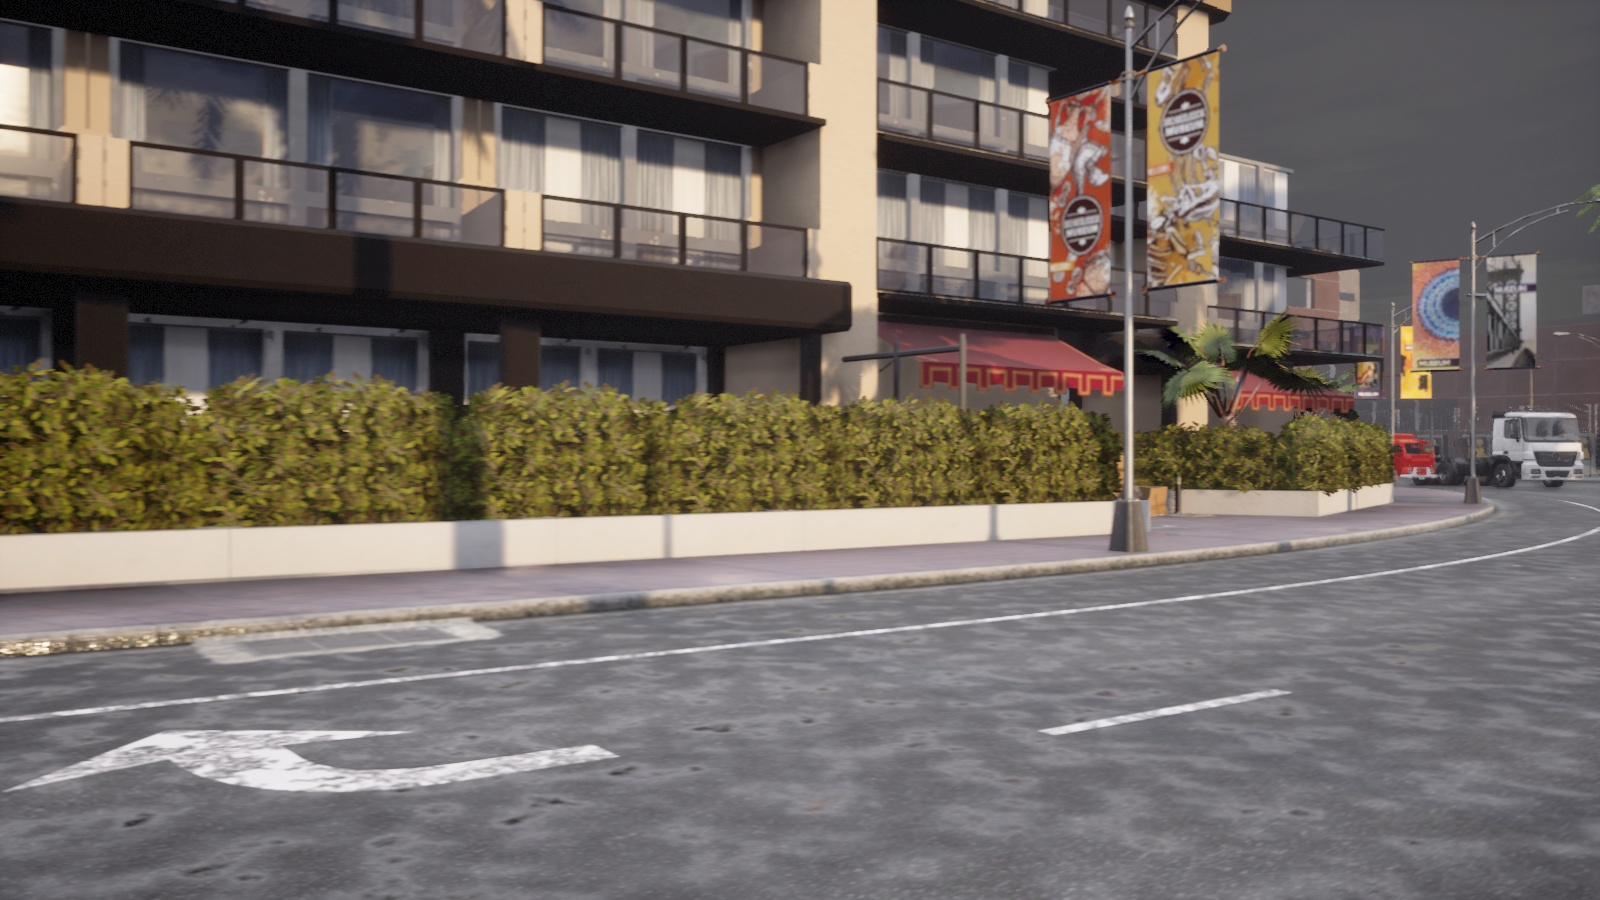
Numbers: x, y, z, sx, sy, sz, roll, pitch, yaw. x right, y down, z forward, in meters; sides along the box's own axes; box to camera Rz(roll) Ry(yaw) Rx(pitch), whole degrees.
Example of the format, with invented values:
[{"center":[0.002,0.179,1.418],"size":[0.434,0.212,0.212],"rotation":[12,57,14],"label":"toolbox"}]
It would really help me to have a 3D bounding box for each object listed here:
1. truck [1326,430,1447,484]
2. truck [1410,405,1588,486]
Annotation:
[{"center":[28.006,0.339,60.191],"size":[2.627,2.467,5.204],"rotation":[0,0,-12],"label":"truck"},{"center":[31.921,-0.171,57.842],"size":[2.891,3.462,7.936],"rotation":[0,0,-9],"label":"truck"}]
